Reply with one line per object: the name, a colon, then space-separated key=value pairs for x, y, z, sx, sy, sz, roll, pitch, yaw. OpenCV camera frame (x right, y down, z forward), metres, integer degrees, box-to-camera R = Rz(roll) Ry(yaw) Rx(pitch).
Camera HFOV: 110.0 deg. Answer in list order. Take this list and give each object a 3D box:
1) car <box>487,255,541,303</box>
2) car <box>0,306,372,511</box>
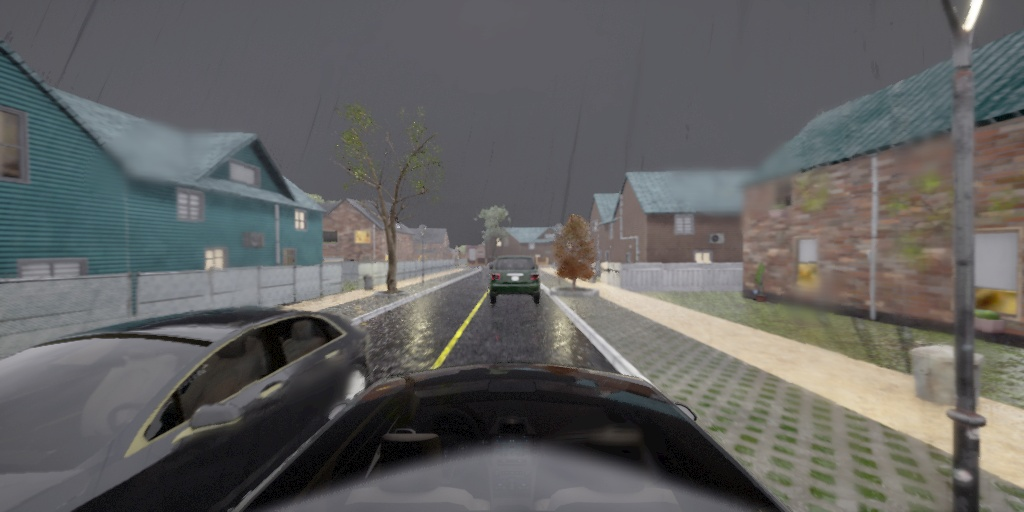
car: x=0.098 y=0.976 z=16.925 sx=2.150 sy=2.045 sz=5.566 roll=0 pitch=0 yaw=-1
car: x=-2.759 y=1.272 z=2.873 sx=1.837 sy=1.490 sz=4.892 roll=0 pitch=0 yaw=0
